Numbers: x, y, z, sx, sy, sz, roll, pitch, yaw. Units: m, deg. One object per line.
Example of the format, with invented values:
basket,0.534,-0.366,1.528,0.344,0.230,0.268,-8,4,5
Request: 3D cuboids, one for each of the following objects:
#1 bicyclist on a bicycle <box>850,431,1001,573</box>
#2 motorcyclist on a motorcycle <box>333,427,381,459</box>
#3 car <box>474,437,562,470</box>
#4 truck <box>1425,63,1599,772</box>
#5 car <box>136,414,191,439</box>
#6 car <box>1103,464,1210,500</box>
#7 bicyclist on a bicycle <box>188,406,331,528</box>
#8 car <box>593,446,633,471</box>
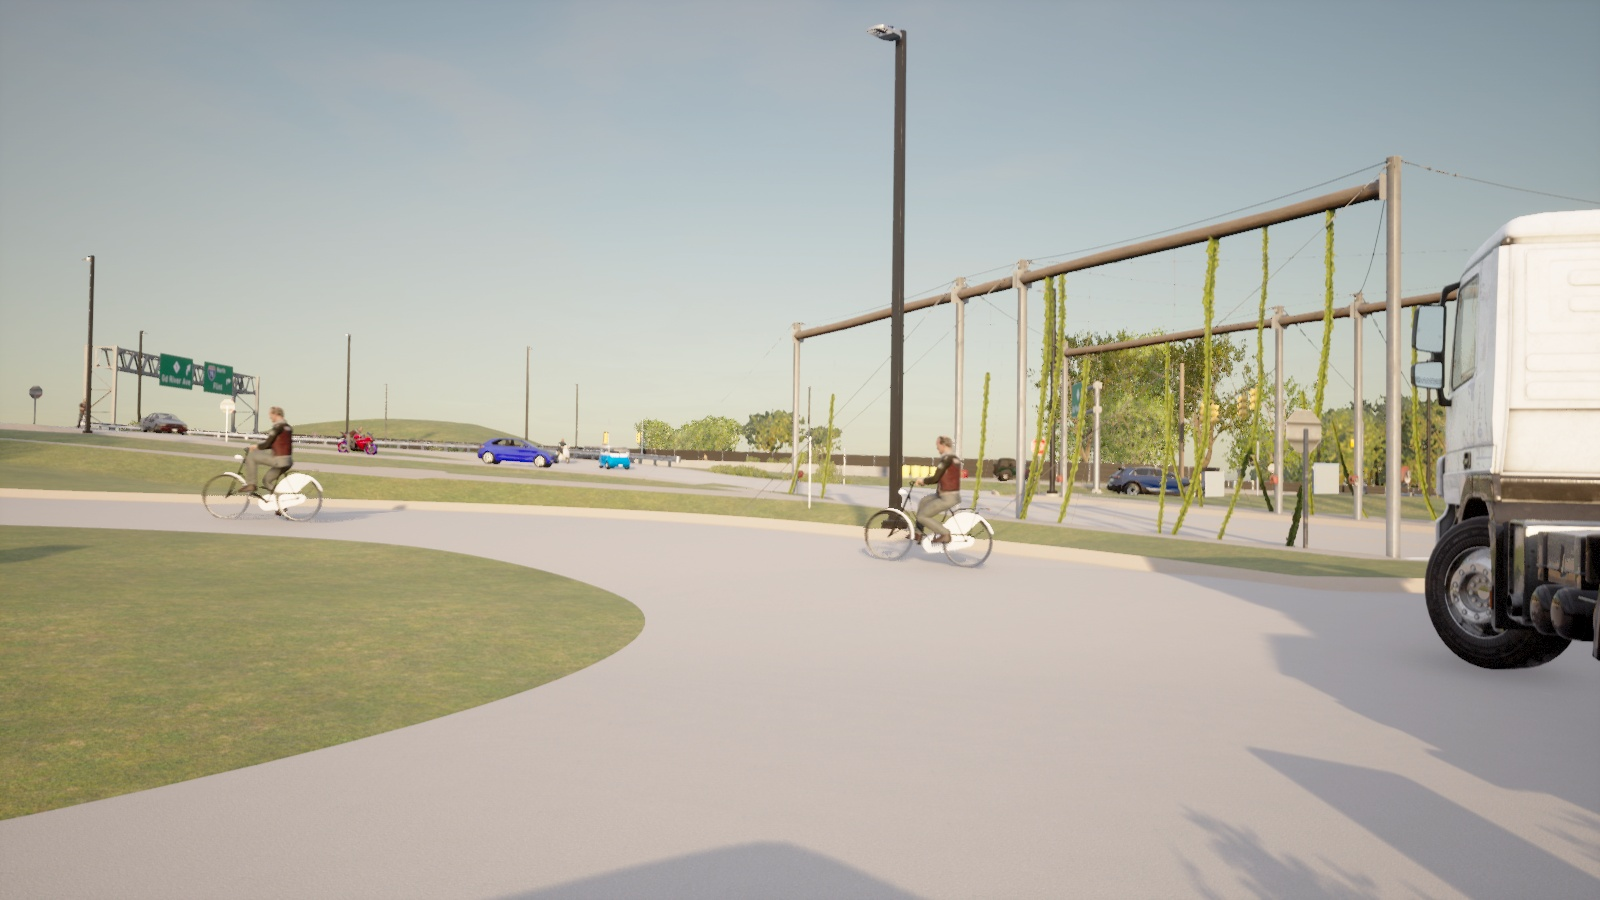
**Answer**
bicyclist on a bicycle,1.695,0.677,17.034,1.843,1.776,0.659,3,0,27
motorcyclist on a motorcycle,-23.715,-0.388,67.245,2.191,1.530,0.866,4,-1,3
car,-14.990,0.204,66.909,4.193,1.474,1.816,4,-1,1
truck,5.676,-0.136,6.895,2.891,3.462,7.936,1,-1,18
car,-43.354,-1.609,85.481,2.033,1.411,5.357,4,-1,-41
car,18.215,1.630,64.314,4.856,1.649,2.033,2,-1,1
bicyclist on a bicycle,-8.223,0.250,19.146,1.843,1.776,0.659,2,0,2
car,-11.018,0.503,73.949,1.481,1.376,2.207,1,1,-33
